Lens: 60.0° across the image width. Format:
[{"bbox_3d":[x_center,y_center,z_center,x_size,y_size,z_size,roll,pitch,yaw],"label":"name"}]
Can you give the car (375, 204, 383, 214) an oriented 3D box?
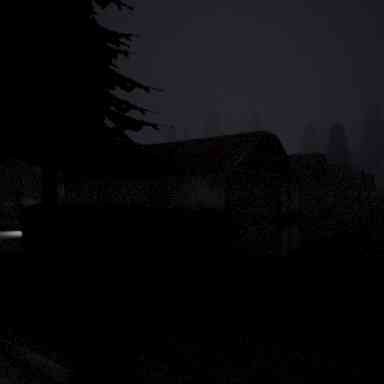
[{"bbox_3d":[24.439,2.061,40.409,4.181,1.385,1.994,-1,-1,34],"label":"car"}]
